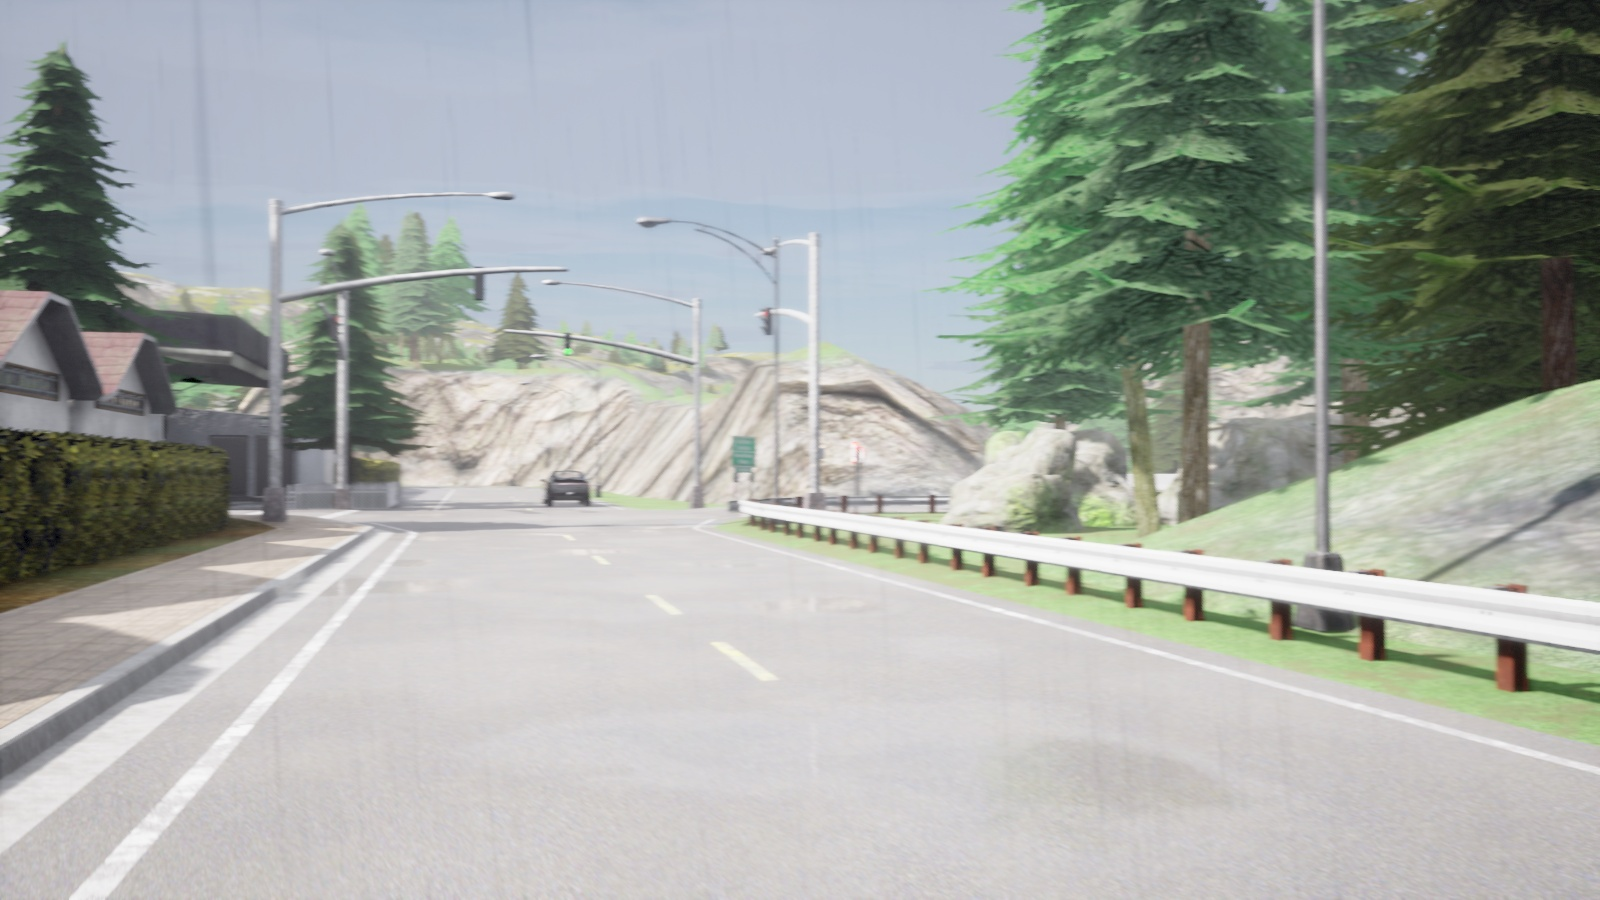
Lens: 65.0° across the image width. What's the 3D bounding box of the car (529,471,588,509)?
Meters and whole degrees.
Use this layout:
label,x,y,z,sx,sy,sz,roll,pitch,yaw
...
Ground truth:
label,x,y,z,sx,sy,sz,roll,pitch,yaw
car,-10.441,1.677,53.967,2.128,1.511,4.902,0,-1,-15
